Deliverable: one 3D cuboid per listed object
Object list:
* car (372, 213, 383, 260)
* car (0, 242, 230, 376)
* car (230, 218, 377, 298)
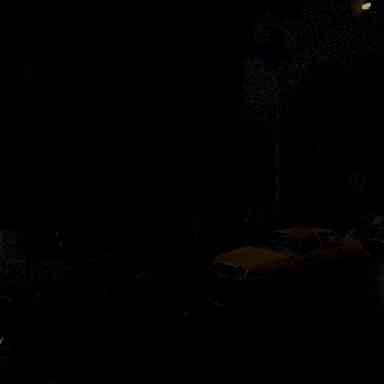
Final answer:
[{"bbox_3d":[7.148,1.441,11.777,4.097,1.590,1.967,0,0,-36],"label":"car"},{"bbox_3d":[-1.693,1.566,5.444,4.313,1.339,1.947,0,0,-36],"label":"car"},{"bbox_3d":[2.589,1.525,8.512,4.829,1.417,1.752,0,0,-36],"label":"car"}]
